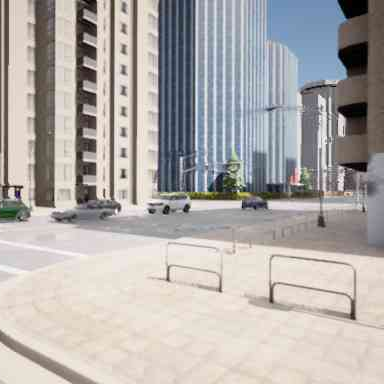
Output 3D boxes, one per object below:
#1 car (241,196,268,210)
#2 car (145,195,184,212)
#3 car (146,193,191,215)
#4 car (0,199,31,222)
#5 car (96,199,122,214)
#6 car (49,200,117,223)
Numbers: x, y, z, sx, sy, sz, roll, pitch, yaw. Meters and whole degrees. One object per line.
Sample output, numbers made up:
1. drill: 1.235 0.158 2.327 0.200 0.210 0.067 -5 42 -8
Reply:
1. car: 8.097 1.324 42.709 2.097 1.767 4.553 0 0 35
2. car: -3.166 1.290 39.042 2.097 1.767 4.553 0 0 35
3. car: -2.273 1.176 34.218 2.150 2.045 5.566 0 0 35
4. car: -14.008 1.289 23.576 2.097 1.767 4.553 0 0 36
5. car: -8.764 1.442 31.026 1.837 1.490 4.892 0 0 35
6. car: -8.356 1.555 25.484 1.895 1.301 4.718 0 0 35
